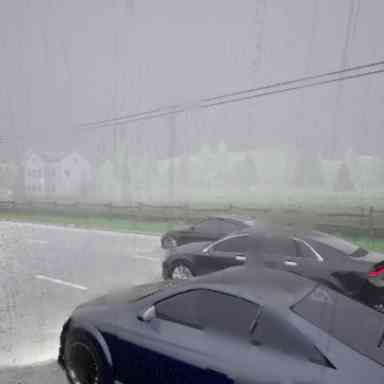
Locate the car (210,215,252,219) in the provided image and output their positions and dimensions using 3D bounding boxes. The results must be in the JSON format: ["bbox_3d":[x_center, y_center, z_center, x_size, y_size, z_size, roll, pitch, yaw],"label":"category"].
[{"bbox_3d":[0.997,1.540,11.879,4.674,1.442,1.812,0,0,36],"label":"car"}]

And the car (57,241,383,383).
[{"bbox_3d":[0.383,1.568,3.718,4.181,1.385,1.994,0,0,36],"label":"car"}]

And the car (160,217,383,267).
[{"bbox_3d":[1.508,1.511,7.214,4.892,1.490,1.837,0,0,36],"label":"car"}]
